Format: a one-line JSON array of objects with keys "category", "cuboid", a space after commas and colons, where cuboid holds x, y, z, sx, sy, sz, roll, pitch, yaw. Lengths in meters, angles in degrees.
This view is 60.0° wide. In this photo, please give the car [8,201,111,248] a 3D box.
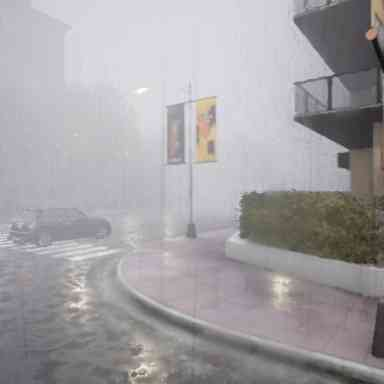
[{"category": "car", "cuboid": [-6.054, 1.477, 15.820, 2.097, 1.767, 4.553, -1, 0, 35]}]
